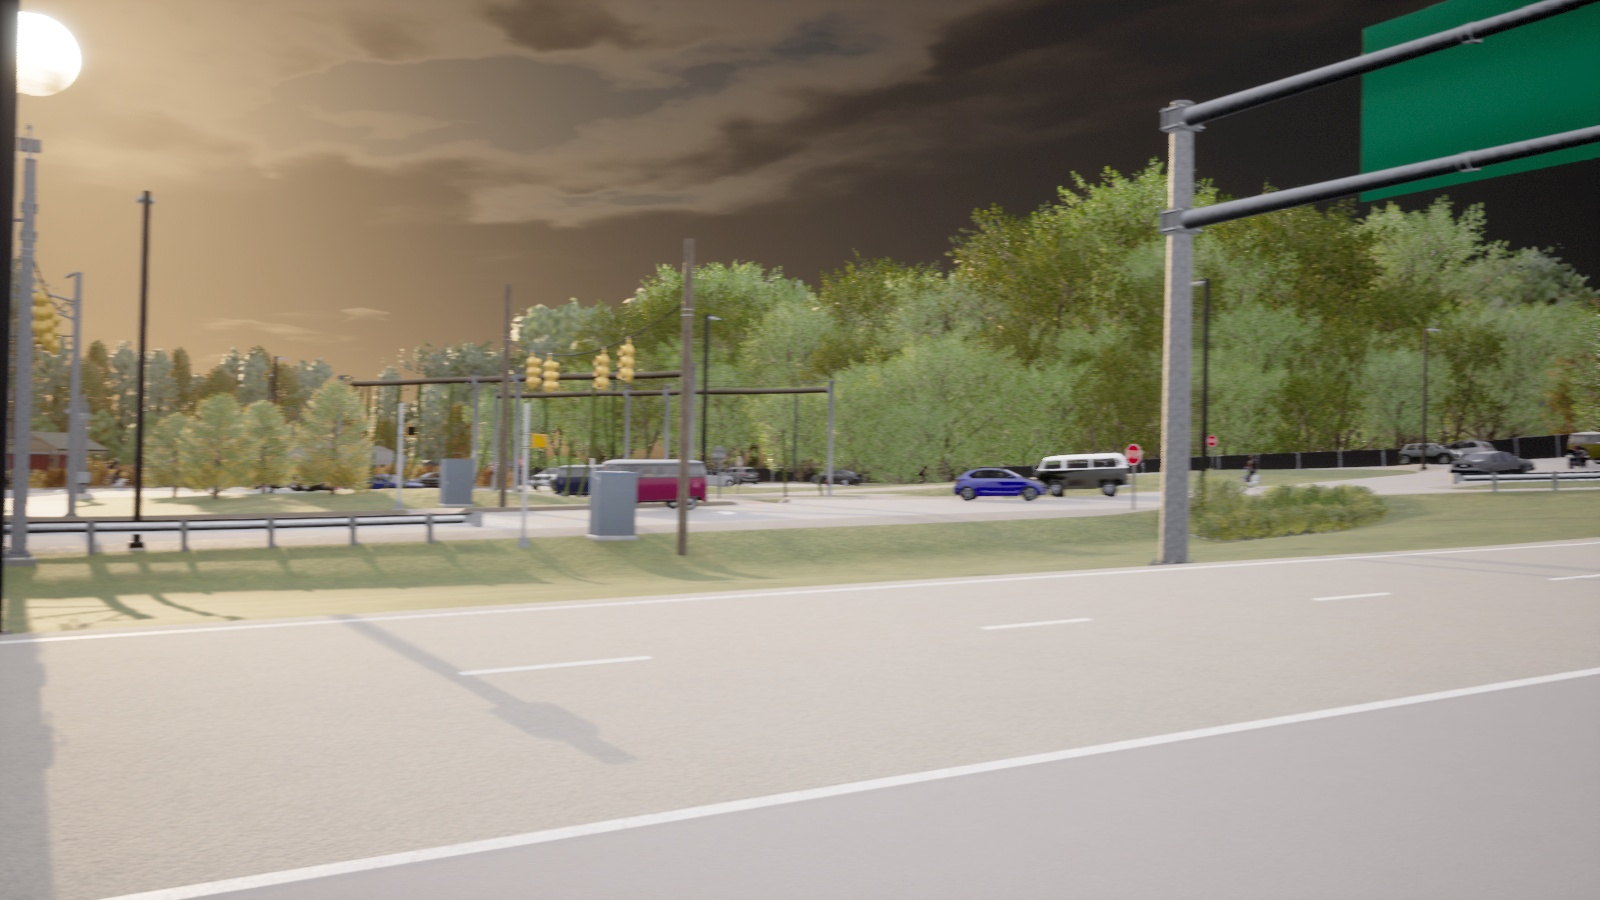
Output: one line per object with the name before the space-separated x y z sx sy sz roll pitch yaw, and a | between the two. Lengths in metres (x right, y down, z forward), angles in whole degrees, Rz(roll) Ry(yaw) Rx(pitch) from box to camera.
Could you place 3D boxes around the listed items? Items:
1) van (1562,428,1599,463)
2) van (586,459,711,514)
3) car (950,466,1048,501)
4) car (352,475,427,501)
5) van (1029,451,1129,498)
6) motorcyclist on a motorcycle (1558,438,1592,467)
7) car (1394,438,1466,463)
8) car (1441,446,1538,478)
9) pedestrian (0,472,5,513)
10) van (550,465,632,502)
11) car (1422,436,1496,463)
van | 47.612 -0.302 73.948 1.775 1.987 4.442 -3 1 -21
van | -5.850 1.380 48.575 4.442 1.987 1.775 0 0 -31
car | 8.991 1.510 56.718 4.193 1.474 1.816 -1 0 15
car | -25.745 2.376 78.641 5.008 1.535 1.882 -1 -2 36
van | 13.272 1.177 59.778 4.480 2.038 2.069 -2 -3 14
motorcyclist on a motorcycle | 44.577 0.152 72.217 2.191 1.530 0.866 -3 2 -35
car | 42.133 0.049 84.070 1.970 1.475 3.806 -1 -2 -43
car | 37.275 0.608 67.878 5.357 1.411 2.033 -3 2 -30
pedestrian | -37.541 1.975 58.670 0.563 1.883 0.849 2 -1 -35
van | -11.545 1.851 69.284 4.442 1.987 1.775 -1 -2 33
car | 45.000 -0.038 85.796 1.851 1.617 3.988 1 -3 -38
